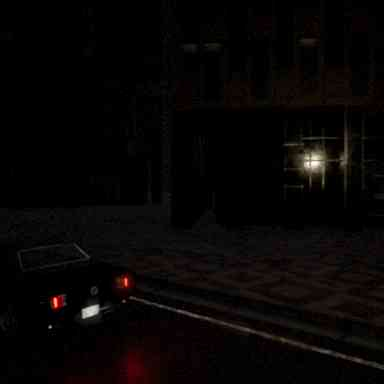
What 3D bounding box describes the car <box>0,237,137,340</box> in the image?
[{"bbox_3d":[-3.361,1.570,6.525,4.718,1.301,1.895,0,0,37],"label":"car"}]
